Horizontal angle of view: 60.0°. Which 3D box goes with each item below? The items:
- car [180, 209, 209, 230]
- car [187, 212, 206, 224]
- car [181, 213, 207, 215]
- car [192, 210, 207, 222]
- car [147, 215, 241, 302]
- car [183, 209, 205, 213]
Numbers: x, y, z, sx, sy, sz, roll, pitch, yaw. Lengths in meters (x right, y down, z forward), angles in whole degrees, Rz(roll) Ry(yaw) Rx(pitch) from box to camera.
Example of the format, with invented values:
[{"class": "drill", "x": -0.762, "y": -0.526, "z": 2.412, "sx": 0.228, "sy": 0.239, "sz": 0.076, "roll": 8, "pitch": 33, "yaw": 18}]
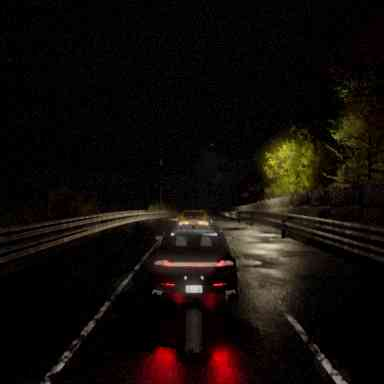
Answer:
[{"class": "car", "x": 0.229, "y": 2.176, "z": 27.388, "sx": 2.128, "sy": 1.511, "sz": 4.902, "roll": 0, "pitch": -3, "yaw": 1}, {"class": "car", "x": 0.582, "y": 2.788, "z": 36.117, "sx": 1.895, "sy": 1.301, "sz": 4.718, "roll": 0, "pitch": -4, "yaw": 2}, {"class": "car", "x": 0.075, "y": 1.790, "z": 14.498, "sx": 1.895, "sy": 1.301, "sz": 4.718, "roll": 0, "pitch": -2, "yaw": 0}, {"class": "car", "x": 1.029, "y": 3.285, "z": 45.861, "sx": 1.882, "sy": 1.535, "sz": 5.008, "roll": 0, "pitch": -4, "yaw": 3}, {"class": "car", "x": 0.048, "y": 1.554, "z": 8.349, "sx": 2.128, "sy": 1.511, "sz": 4.902, "roll": 0, "pitch": -1, "yaw": 0}, {"class": "car", "x": 0.120, "y": 1.854, "z": 20.348, "sx": 1.882, "sy": 1.535, "sz": 5.008, "roll": 0, "pitch": -2, "yaw": 1}]
